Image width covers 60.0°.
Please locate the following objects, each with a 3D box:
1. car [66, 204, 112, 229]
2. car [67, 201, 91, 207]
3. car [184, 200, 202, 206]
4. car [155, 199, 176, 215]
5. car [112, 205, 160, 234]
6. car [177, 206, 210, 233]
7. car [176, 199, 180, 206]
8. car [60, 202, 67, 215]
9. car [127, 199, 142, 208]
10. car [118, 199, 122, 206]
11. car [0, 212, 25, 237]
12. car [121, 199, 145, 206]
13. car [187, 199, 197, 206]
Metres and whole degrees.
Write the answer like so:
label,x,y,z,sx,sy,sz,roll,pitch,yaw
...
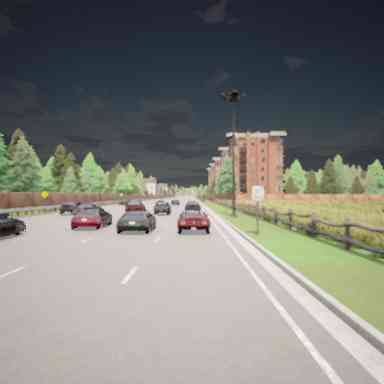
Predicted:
label,x,y,z,sx,sy,sz,roll,pitch,yaw
car,-6.898,1.783,23.297,1.994,1.385,4.181,0,-1,0
car,-10.397,1.863,33.622,2.033,1.411,5.357,0,-1,0
car,0.103,1.872,39.136,1.837,1.490,4.892,0,-1,0
car,-3.397,1.858,39.064,2.128,1.511,4.902,0,-1,0
car,-3.398,1.761,20.895,1.994,1.385,4.181,0,-1,0
car,0.101,1.798,20.976,1.895,1.301,4.718,0,-1,0
car,-3.507,2.180,69.966,2.128,1.511,4.902,0,-1,0
car,-13.898,1.872,39.166,1.837,1.490,4.892,0,-1,0
car,-10.477,2.050,61.072,1.882,1.535,5.008,0,0,0
car,-14.004,2.188,69.166,2.033,1.411,5.357,0,-1,0
car,-10.398,1.725,17.099,1.994,1.385,4.181,0,-1,0
car,-6.896,1.859,40.676,1.882,1.535,5.008,0,-1,0
car,-0.007,2.250,69.995,1.895,1.301,4.718,0,-1,0
